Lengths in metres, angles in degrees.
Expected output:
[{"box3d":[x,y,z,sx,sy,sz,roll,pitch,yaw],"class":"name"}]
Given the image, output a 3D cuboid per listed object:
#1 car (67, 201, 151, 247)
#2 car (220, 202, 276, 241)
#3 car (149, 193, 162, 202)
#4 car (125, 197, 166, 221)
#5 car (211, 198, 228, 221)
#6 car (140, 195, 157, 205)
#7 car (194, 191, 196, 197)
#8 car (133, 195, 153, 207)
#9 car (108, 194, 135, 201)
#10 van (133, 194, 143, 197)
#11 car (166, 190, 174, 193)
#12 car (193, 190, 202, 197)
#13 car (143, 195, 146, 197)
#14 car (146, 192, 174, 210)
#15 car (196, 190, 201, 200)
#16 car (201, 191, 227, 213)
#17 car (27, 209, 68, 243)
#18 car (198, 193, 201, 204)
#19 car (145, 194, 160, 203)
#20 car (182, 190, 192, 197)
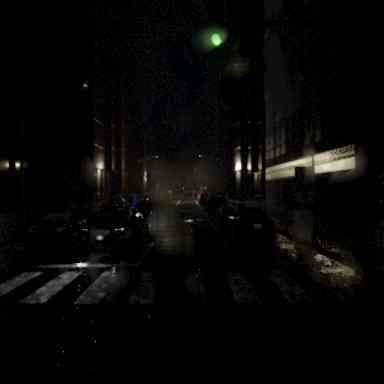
[{"box3d":[-3.295,1.362,14.409,2.128,1.511,4.902,-1,1,1],"class":"car"},{"box3d":[2.591,1.375,15.371,1.947,1.339,4.313,0,1,-1],"class":"car"},{"box3d":[-6.549,0.997,60.408,1.887,1.381,4.507,0,1,-1],"class":"car"},{"box3d":[-3.396,1.323,25.050,2.033,1.411,5.357,-1,1,-1],"class":"car"},{"box3d":[2.514,1.304,21.015,1.887,1.381,4.507,0,1,-1],"class":"car"},{"box3d":[-6.395,1.135,49.120,1.947,1.339,4.313,0,1,-1],"class":"car"},{"box3d":[1.898,0.859,66.160,1.887,1.381,4.507,0,1,-1],"class":"car"},{"box3d":[-6.318,1.176,43.476,2.008,1.369,4.403,0,1,-1],"class":"car"},{"box3d":[-6.088,1.226,26.544,1.967,1.590,4.097,0,1,-1],"class":"car"},{"box3d":[-6.165,1.075,32.187,1.690,1.788,3.998,0,1,-1],"class":"van"},{"box3d":[-7.013,0.679,94.266,1.947,1.339,4.313,0,1,-1],"class":"car"},{"box3d":[1.510,0.351,94.370,2.192,1.841,5.009,0,1,-1],"class":"car"},{"box3d":[-6.241,1.263,37.833,1.802,1.307,4.206,0,1,-1],"class":"car"},{"box3d":[-3.558,1.150,37.302,2.128,1.511,4.902,-1,1,-1],"class":"car"},{"box3d":[2.128,0.806,49.228,2.192,1.841,5.009,0,1,-1],"class":"car"},{"box3d":[2.359,0.971,32.299,2.192,1.841,5.009,0,1,-1],"class":"car"},{"box3d":[-5.933,1.469,15.258,1.802,1.307,4.206,0,1,-1],"class":"car"},{"box3d":[2.206,1.092,43.588,1.887,1.381,4.507,0,1,-1],"class":"car"},{"box3d":[-6.472,1.077,54.764,1.947,1.339,4.313,0,1,-1],"class":"car"},{"box3d":[-1.222,0.576,91.826,1.837,1.490,4.892,-1,1,-1],"class":"car"}]
